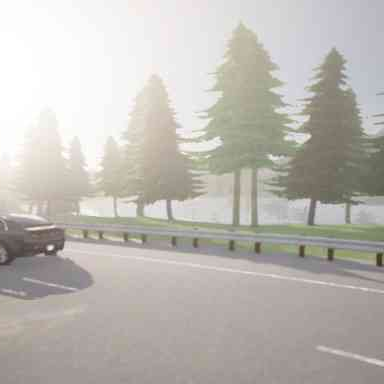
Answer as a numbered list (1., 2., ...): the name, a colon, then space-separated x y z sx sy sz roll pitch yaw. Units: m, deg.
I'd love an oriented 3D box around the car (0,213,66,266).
1. car: -6.600 1.506 11.577 4.892 1.490 1.837 0 0 28
